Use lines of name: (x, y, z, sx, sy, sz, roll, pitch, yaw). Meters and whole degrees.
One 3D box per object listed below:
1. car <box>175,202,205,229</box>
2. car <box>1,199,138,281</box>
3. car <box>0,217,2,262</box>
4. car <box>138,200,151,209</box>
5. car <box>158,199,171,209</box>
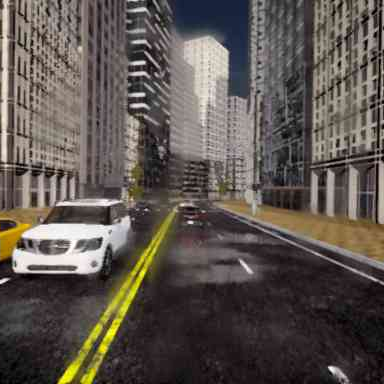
car: (-0.136, 1.686, 23.313, 1.837, 1.490, 4.892, 1, 0, -1)
car: (-3.258, 1.255, 10.338, 2.150, 2.045, 5.566, 1, 0, -1)
car: (-6.496, 1.460, 9.760, 1.882, 1.535, 5.008, 1, 0, -1)
car: (-7.500, 1.856, 51.440, 1.994, 1.385, 4.181, 1, 0, -1)
car: (-4.248, 1.844, 51.407, 1.837, 1.490, 4.892, 1, 0, -1)
